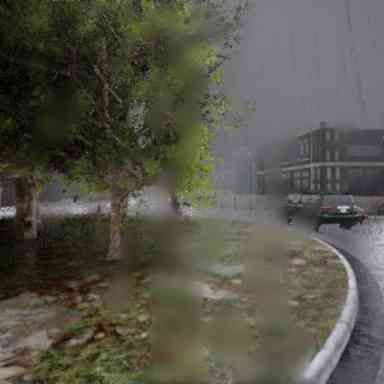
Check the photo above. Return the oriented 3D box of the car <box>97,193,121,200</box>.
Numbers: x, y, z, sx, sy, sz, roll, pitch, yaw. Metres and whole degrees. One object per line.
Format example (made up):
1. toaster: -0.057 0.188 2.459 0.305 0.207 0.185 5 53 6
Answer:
1. car: -17.674 0.976 71.034 4.674 1.452 2.002 -1 1 1

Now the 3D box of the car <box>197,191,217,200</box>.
1. car: 2.311 0.858 63.316 4.792 1.488 2.163 -1 1 1

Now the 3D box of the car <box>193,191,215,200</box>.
1. car: 2.471 0.619 68.747 4.553 1.767 2.185 -1 1 1

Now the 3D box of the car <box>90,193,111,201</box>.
1. car: -17.745 0.904 65.514 4.553 1.767 2.185 -1 1 1

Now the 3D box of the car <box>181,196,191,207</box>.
1. car: -1.272 1.200 44.761 2.033 1.411 5.357 -1 1 -7

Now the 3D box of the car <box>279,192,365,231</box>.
1. car: 6.941 0.994 18.915 2.150 2.045 5.566 0 0 -10

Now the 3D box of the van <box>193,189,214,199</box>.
1. van: 2.375 0.470 71.655 4.442 1.987 1.878 -1 1 1

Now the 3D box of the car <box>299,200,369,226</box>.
1. car: 9.214 1.279 21.958 1.994 1.385 4.181 -1 0 -18

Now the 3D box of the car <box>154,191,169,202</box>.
1. car: -5.187 0.990 58.212 1.882 1.535 5.008 -1 1 -1
